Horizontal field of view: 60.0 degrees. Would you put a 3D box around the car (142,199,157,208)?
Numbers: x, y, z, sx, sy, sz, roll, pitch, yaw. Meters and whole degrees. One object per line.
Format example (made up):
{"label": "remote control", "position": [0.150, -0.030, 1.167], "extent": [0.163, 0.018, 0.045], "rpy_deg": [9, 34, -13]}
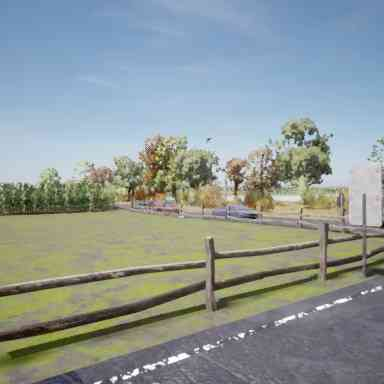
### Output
{"label": "car", "position": [-8.260, 2.223, 64.389], "extent": [2.128, 1.511, 4.902], "rpy_deg": [0, 0, -16]}

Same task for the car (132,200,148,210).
{"label": "car", "position": [-9.263, 2.232, 56.838], "extent": [2.033, 1.411, 5.357], "rpy_deg": [0, 0, -15]}

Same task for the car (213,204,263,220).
{"label": "car", "position": [4.176, 1.864, 31.447], "extent": [2.033, 1.411, 5.357], "rpy_deg": [-1, 0, -35]}

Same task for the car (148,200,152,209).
{"label": "car", "position": [-5.585, 2.149, 55.117], "extent": [1.812, 1.442, 4.674], "rpy_deg": [-1, -1, -17]}

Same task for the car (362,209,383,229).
{"label": "car", "position": [12.802, 1.662, 20.175], "extent": [2.033, 1.411, 5.357], "rpy_deg": [-1, -1, -45]}

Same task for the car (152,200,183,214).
{"label": "car", "position": [-2.971, 1.844, 42.535], "extent": [2.097, 1.767, 4.553], "rpy_deg": [-1, 0, -29]}
